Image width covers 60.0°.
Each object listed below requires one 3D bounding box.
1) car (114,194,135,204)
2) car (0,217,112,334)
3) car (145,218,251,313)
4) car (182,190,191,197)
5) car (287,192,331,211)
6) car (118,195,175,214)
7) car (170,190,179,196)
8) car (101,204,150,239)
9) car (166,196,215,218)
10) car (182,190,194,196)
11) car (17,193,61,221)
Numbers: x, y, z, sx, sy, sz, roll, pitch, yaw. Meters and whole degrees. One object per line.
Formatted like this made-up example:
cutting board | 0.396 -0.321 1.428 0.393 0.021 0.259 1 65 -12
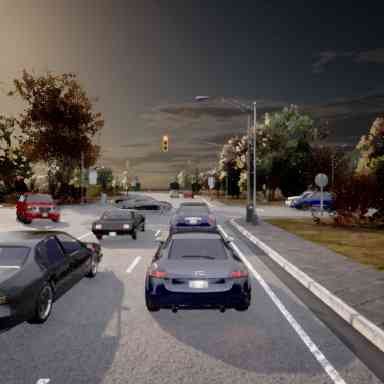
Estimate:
car | -10.772 1.271 52.161 1.895 1.301 4.718 0 0 0
car | -3.414 1.528 7.024 2.033 1.411 5.357 0 0 -1
car | 0.084 1.541 7.712 1.994 1.385 4.181 0 0 -1
car | -1.559 0.396 94.080 2.097 1.767 4.553 0 1 -7
car | 14.033 0.995 37.407 5.566 2.045 2.150 0 0 -3
car | -4.371 1.298 32.596 4.902 1.511 2.128 0 0 -3
car | -4.293 0.890 84.112 1.994 1.385 4.181 0 1 -4
car | -3.471 1.518 16.669 1.895 1.301 4.718 0 0 -1
car | 0.049 1.272 16.345 2.097 1.767 4.553 0 0 0
car | -0.746 0.569 83.432 2.150 2.045 5.566 0 1 -4
car | -10.989 1.090 23.669 2.150 2.045 5.566 2 -1 -35
